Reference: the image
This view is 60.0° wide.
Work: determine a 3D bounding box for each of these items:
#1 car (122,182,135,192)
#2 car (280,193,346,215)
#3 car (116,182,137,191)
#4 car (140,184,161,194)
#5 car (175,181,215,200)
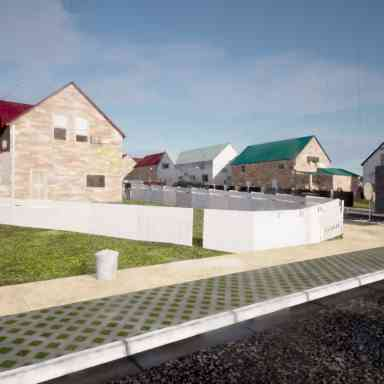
[{"bbox_3d":[-10.549,-0.725,51.475,1.837,1.490,4.892,1,2,-34],"label":"car"},{"bbox_3d":[8.396,0.864,23.528,1.837,1.490,4.892,1,3,-34],"label":"car"},{"bbox_3d":[-11.405,-0.952,57.623,1.812,1.442,4.674,1,2,-34],"label":"car"},{"bbox_3d":[-5.935,-0.475,49.691,2.033,1.411,5.357,1,2,-34],"label":"car"},{"bbox_3d":[0.357,-0.103,35.328,2.150,2.045,5.566,1,4,-34],"label":"car"}]
